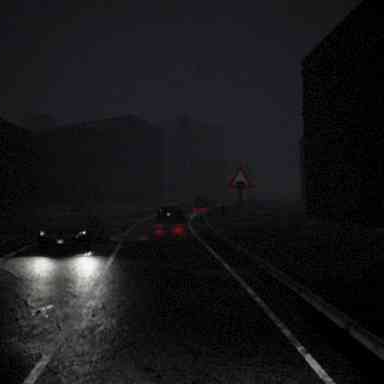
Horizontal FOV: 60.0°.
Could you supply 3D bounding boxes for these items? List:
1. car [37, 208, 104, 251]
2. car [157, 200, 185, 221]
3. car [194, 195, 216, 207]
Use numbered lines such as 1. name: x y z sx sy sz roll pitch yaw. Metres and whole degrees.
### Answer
1. car: -4.785 1.426 13.752 1.812 1.442 4.674 0 0 -6
2. car: -1.524 1.334 25.135 1.812 1.442 4.674 -1 1 2
3. car: 1.671 1.086 41.825 2.128 1.511 4.902 -2 0 18
